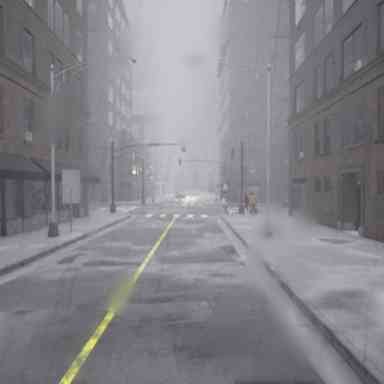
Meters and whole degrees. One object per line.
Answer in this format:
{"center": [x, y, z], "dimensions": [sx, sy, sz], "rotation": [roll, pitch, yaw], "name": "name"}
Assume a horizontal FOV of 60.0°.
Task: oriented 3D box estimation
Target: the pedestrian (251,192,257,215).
{"center": [4.720, 0.881, 25.848], "dimensions": [0.375, 1.860, 0.375], "rotation": [0, 1, 0], "name": "pedestrian"}

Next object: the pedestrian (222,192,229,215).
{"center": [2.675, 0.855, 26.466], "dimensions": [0.375, 1.860, 0.375], "rotation": [0, 1, 0], "name": "pedestrian"}

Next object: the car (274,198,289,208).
{"center": [11.997, 1.249, 39.989], "dimensions": [4.206, 1.307, 1.802], "rotation": [1, 0, 1], "name": "car"}

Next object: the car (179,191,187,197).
{"center": [-2.281, 0.393, 84.988], "dimensions": [1.812, 1.442, 4.674], "rotation": [0, 1, 0], "name": "car"}

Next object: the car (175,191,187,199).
{"center": [-2.424, 0.544, 68.696], "dimensions": [2.097, 1.767, 4.553], "rotation": [0, 1, 1], "name": "car"}

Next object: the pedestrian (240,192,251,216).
{"center": [4.074, 0.865, 25.254], "dimensions": [0.375, 1.860, 0.375], "rotation": [0, 1, 0], "name": "pedestrian"}
